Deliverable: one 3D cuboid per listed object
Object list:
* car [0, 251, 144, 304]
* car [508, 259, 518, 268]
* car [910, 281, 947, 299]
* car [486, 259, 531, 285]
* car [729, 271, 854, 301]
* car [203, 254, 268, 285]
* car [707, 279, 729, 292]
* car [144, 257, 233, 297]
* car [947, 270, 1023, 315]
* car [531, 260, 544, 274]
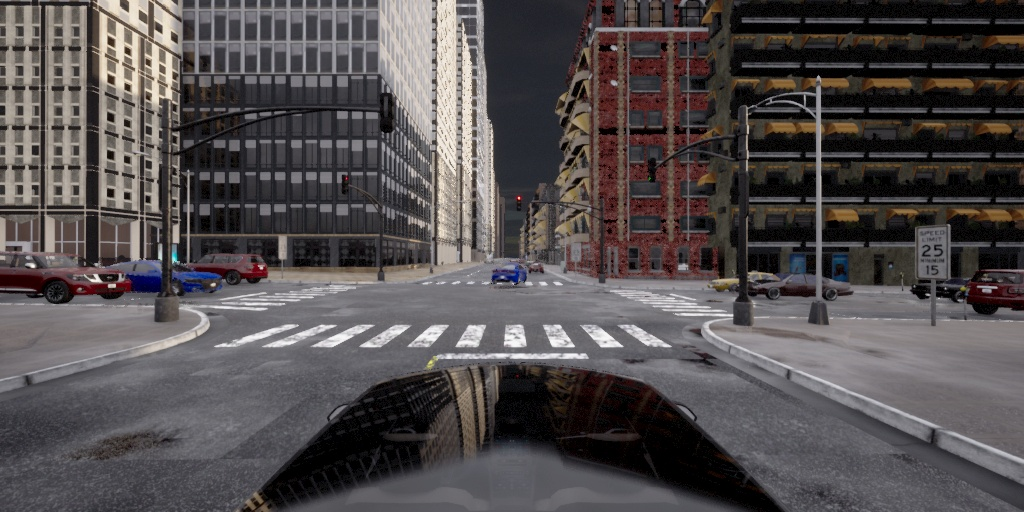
[{"bbox_3d":[-17.562,0.757,13.446,5.009,1.841,2.192,0,0,0],"label":"car"},{"bbox_3d":[0.169,1.251,65.077,1.882,1.535,5.008,0,0,0],"label":"car"},{"bbox_3d":[24.883,1.839,19.560,4.718,1.301,1.895,1,0,-1],"label":"car"},{"bbox_3d":[-0.147,1.249,26.519,1.882,1.535,5.008,2,1,11],"label":"car"},{"bbox_3d":[15.253,1.610,19.485,5.357,1.411,2.033,1,0,0],"label":"car"},{"bbox_3d":[-17.688,0.776,21.826,5.009,1.841,2.192,0,0,0],"label":"car"},{"bbox_3d":[14.653,1.587,22.072,4.829,1.417,1.751,0,0,0],"label":"car"},{"bbox_3d":[-15.776,0.960,15.998,5.008,1.535,1.882,1,0,1],"label":"car"},{"bbox_3d":[20.612,1.461,13.769,5.009,1.841,2.192,0,0,0],"label":"car"},{"bbox_3d":[2.785,1.341,41.783,1.802,1.307,4.207,0,0,0],"label":"car"}]
